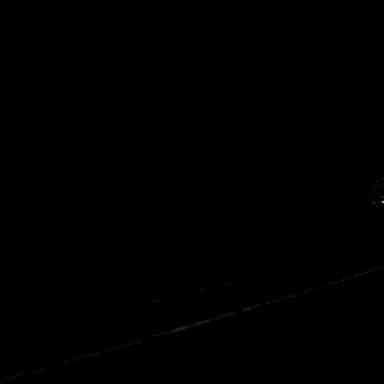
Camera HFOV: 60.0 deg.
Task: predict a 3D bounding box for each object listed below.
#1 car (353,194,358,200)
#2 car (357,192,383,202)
[{"bbox_3d":[34.253,0.747,66.376,1.837,1.490,4.892,-6,-1,-9],"label":"car"},{"bbox_3d":[31.536,0.995,58.328,1.895,1.301,4.718,-6,-2,2],"label":"car"}]
